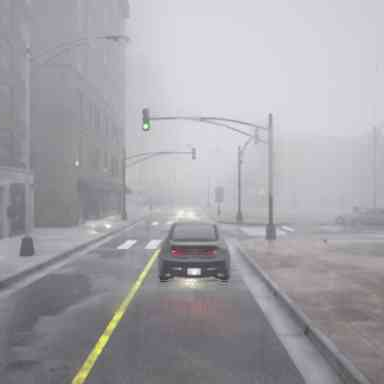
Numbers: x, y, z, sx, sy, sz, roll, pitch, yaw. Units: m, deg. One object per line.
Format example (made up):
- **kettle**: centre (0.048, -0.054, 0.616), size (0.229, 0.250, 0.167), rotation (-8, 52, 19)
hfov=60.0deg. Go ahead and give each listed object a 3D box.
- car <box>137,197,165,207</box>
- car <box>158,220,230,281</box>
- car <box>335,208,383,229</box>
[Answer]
- **car**: centre (-8.471, 2.027, 68.867), size (5.566, 2.045, 2.150), rotation (0, -1, 9)
- **car**: centre (0.066, 1.617, 10.178), size (1.837, 1.490, 4.892), rotation (0, 0, 0)
- **car**: centre (12.037, 1.756, 22.607), size (4.181, 1.385, 1.994), rotation (0, 0, 0)
